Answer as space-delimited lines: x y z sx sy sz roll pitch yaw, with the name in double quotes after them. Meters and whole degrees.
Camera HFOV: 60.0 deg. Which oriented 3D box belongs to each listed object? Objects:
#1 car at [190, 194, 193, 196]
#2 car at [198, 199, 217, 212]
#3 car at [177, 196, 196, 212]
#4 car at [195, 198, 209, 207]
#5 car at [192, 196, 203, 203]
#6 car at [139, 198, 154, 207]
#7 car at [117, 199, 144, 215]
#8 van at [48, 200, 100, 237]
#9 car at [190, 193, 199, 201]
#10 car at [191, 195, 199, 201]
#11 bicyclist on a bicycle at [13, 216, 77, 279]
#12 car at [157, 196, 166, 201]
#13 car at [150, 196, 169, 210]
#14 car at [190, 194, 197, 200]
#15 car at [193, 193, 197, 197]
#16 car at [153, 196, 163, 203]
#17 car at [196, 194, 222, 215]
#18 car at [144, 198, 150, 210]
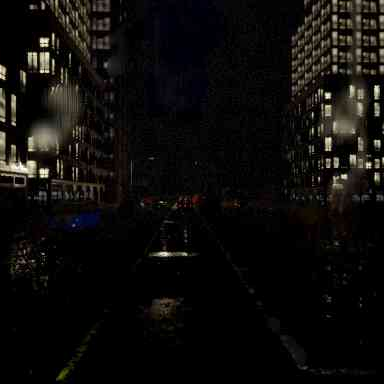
-1.018 1.478 48.659 1.882 1.535 5.008 0 0 -1 "car"
1.785 1.546 39.865 1.887 1.381 4.507 0 0 -1 "car"
-0.772 1.549 38.338 2.033 1.411 5.357 0 0 -1 "car"
1.525 1.566 50.941 1.947 1.339 4.313 0 0 -1 "car"
1.133 1.549 67.555 2.008 1.369 4.403 0 0 -1 "car"
-6.853 1.582 50.743 1.802 1.307 4.206 0 0 -1 "car"
-6.462 1.567 34.129 1.947 1.339 4.313 0 0 -1 "car"
-6.069 1.342 17.516 1.690 1.788 3.998 0 0 -1 "van"
0.612 1.310 89.705 2.192 1.841 5.009 0 0 -1 "car"
0.741 1.562 84.168 1.947 1.339 4.313 0 0 -1 "car"
-3.829 1.456 8.609 1.656 1.620 0.582 -2 0 -1 "bicyclist on a bicycle"
-7.637 1.578 83.970 1.802 1.307 4.206 0 0 -1 "car"
-4.075 1.506 42.620 1.837 1.490 4.892 0 0 -1 "car"
0.480 1.434 95.243 1.967 1.590 4.097 0 0 -1 "car"
1.656 1.316 45.404 2.192 1.841 5.009 0 0 -1 "car"
-7.376 1.580 72.894 1.802 1.307 4.206 0 0 -1 "car"
1.917 1.316 34.327 2.192 1.841 5.009 0 0 -1 "car"
-6.593 1.552 39.667 2.008 1.369 4.403 0 0 -1 "car"
